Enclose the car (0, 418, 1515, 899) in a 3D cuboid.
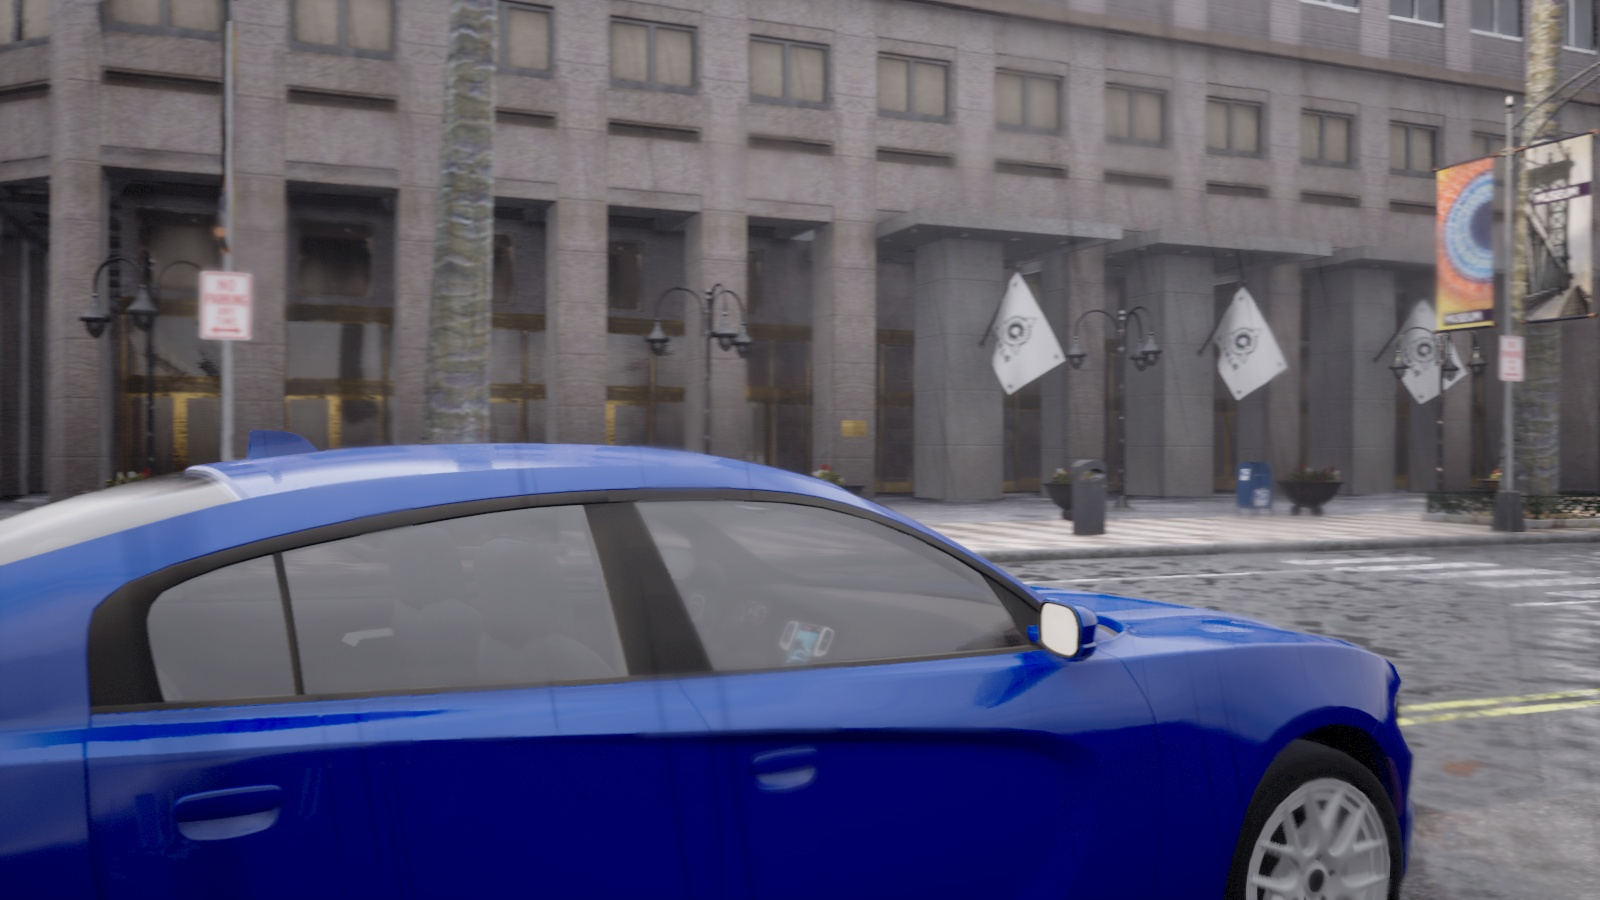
[{"bbox_3d":[-0.466,0.726,3.244,5.008,1.535,1.882,0,0,-32],"label":"car"}]
